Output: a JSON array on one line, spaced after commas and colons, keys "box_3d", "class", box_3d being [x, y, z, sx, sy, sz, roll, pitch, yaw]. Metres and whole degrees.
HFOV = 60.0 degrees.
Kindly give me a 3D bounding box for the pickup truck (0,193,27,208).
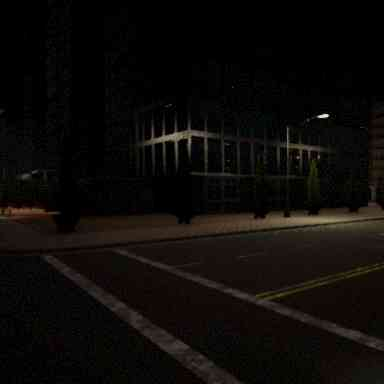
[{"box_3d": [-23.391, 1.052, 44.923, 2.390, 2.098, 6.274, 0, 0, -6], "class": "pickup truck"}]
